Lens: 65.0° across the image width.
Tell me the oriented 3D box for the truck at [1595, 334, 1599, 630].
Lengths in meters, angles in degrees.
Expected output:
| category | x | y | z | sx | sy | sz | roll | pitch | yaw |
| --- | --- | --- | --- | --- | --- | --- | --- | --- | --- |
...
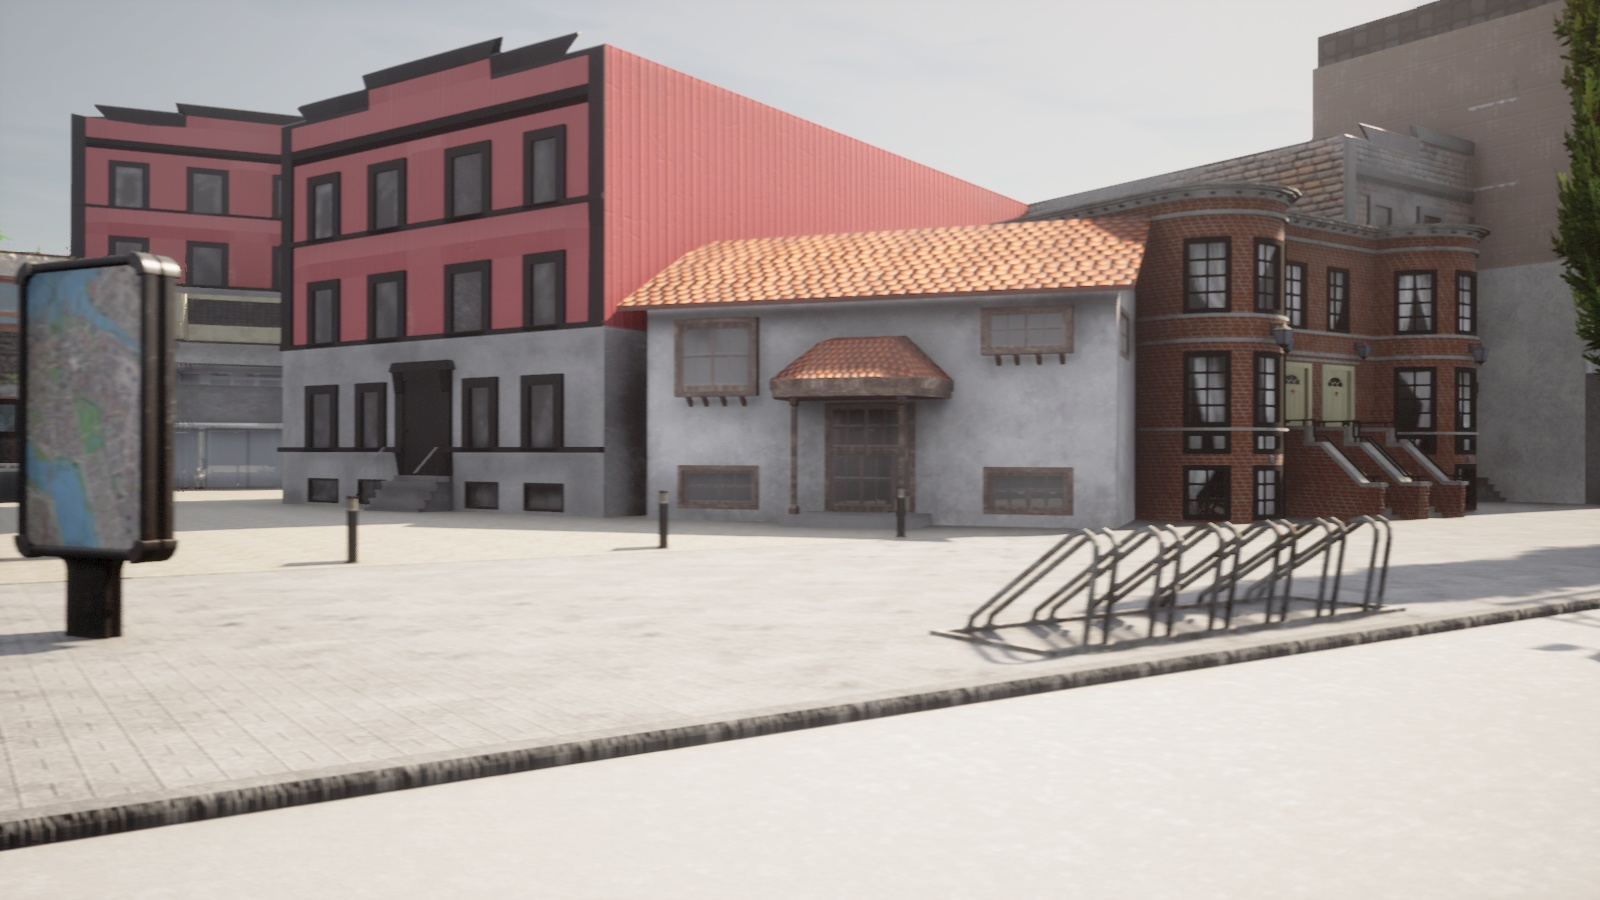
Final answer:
| category | x | y | z | sx | sy | sz | roll | pitch | yaw |
| --- | --- | --- | --- | --- | --- | --- | --- | --- | --- |
| truck | 9.533 | 0.265 | 10.907 | 5.204 | 2.467 | 2.627 | 0 | 0 | -35 |
